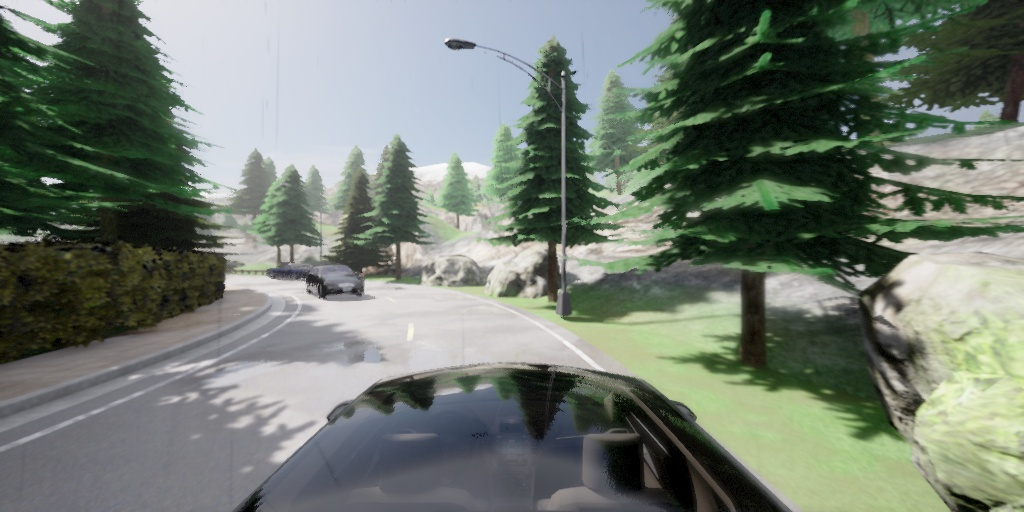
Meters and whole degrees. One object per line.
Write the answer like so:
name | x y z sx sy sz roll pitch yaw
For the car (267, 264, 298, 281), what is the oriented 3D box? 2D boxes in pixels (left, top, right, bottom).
car | -17.558 1.277 28.963 4.718 1.301 1.895 0 0 27

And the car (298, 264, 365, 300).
car | -8.744 1.194 17.587 2.128 1.511 4.902 0 0 -39
